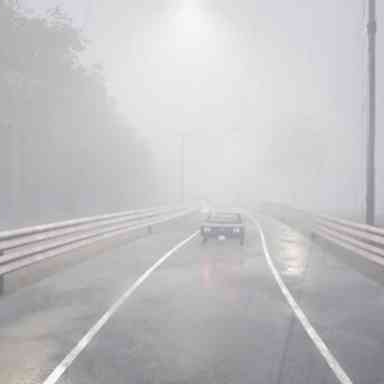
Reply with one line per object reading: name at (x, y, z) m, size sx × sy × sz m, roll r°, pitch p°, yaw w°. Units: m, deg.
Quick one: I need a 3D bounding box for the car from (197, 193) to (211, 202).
car at (2.503, 1.157, 71.926) m, size 2.150 × 2.045 × 5.566 m, roll 0°, pitch 0°, yaw -10°

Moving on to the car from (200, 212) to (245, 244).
car at (1.612, 1.608, 16.026) m, size 1.895 × 1.301 × 4.718 m, roll 0°, pitch 0°, yaw 10°
